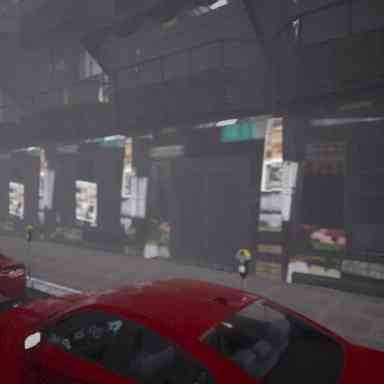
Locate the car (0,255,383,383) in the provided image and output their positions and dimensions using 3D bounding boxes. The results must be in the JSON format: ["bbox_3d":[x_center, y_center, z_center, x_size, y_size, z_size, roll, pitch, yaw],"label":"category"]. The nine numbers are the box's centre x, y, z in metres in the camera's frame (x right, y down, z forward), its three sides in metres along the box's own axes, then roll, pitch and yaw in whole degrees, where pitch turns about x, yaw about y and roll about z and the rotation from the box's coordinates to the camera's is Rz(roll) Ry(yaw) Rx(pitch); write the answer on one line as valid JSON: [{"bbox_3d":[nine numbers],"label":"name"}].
[{"bbox_3d":[-0.371,1.536,3.139,4.507,1.381,1.887,0,0,35],"label":"car"}]

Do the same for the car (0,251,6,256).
[{"bbox_3d":[-4.980,1.510,6.426,4.507,1.381,1.887,0,0,35],"label":"car"}]
